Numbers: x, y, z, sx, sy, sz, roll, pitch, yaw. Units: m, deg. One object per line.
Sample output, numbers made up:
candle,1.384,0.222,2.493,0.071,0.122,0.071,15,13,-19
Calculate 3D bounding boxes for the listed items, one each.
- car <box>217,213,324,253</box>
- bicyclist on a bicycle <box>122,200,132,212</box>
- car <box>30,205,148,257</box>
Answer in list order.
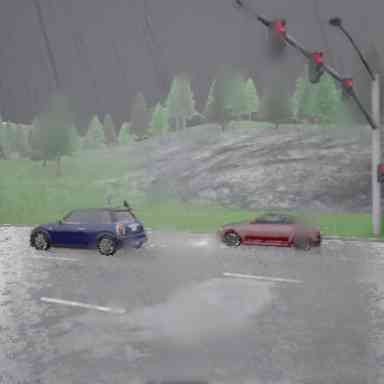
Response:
car,3.169,1.560,13.668,4.181,1.385,1.994,-1,0,25
bicyclist on a bicycle,-4.195,1.364,21.334,0.582,1.620,1.656,0,0,21
car,-4.108,1.400,13.156,4.553,1.767,2.097,0,0,22
